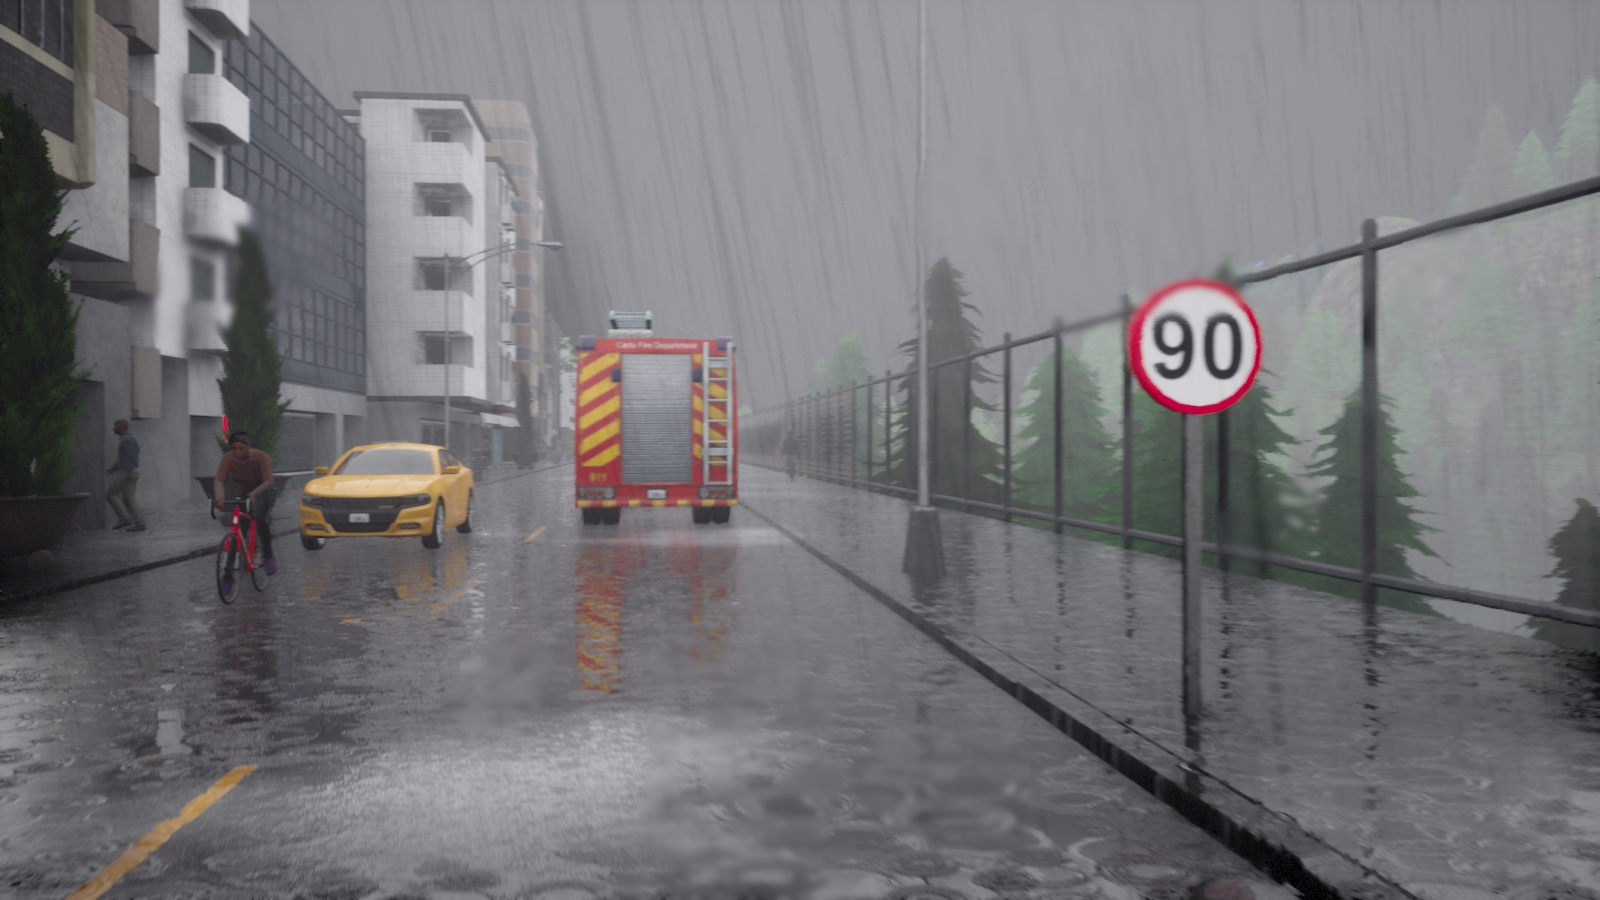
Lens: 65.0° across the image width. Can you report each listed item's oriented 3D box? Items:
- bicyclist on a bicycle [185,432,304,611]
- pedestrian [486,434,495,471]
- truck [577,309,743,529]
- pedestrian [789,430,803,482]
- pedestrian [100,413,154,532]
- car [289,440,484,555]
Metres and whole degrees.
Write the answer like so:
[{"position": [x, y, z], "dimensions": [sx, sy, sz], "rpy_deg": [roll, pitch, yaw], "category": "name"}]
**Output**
[{"position": [-5.338, 0.634, 12.156], "dimensions": [0.582, 1.620, 1.656], "rpy_deg": [0, 1, -7], "category": "bicyclist on a bicycle"}, {"position": [-15.410, 0.113, 62.538], "dimensions": [0.345, 1.836, 0.594], "rpy_deg": [0, 0, -7], "category": "pedestrian"}, {"position": [-2.915, -0.565, 26.180], "dimensions": [2.891, 3.827, 8.468], "rpy_deg": [0, 0, -6], "category": "truck"}, {"position": [-0.146, 0.202, 44.859], "dimensions": [0.431, 1.840, 0.703], "rpy_deg": [0, 0, -5], "category": "pedestrian"}, {"position": [-10.543, 0.350, 19.691], "dimensions": [0.726, 1.835, 0.370], "rpy_deg": [0, 0, -27], "category": "pedestrian"}, {"position": [-6.155, 0.619, 19.318], "dimensions": [1.882, 1.535, 5.008], "rpy_deg": [0, 0, -7], "category": "car"}]
